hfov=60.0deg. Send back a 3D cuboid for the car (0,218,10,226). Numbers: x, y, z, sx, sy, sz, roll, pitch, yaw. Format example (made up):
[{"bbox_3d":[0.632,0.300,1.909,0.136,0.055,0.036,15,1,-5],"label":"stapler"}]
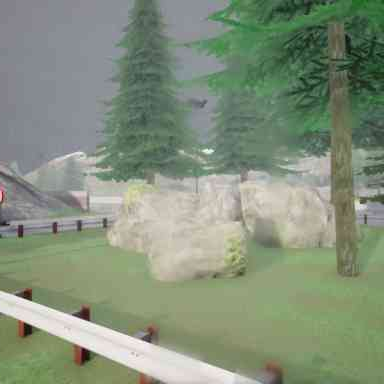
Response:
[{"bbox_3d":[-11.149,1.359,15.231,5.357,1.411,2.033,0,0,10],"label":"car"}]
